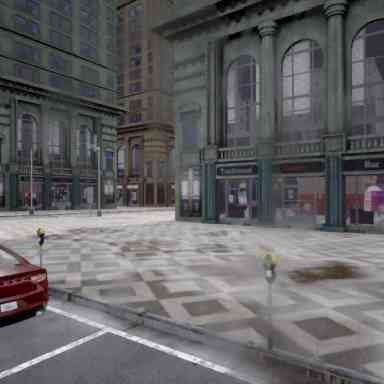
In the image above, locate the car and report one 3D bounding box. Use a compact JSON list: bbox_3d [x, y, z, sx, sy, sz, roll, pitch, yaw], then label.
[{"bbox_3d":[-4.493,1.545,6.170,4.507,1.381,1.887,0,0,35],"label":"car"}]
